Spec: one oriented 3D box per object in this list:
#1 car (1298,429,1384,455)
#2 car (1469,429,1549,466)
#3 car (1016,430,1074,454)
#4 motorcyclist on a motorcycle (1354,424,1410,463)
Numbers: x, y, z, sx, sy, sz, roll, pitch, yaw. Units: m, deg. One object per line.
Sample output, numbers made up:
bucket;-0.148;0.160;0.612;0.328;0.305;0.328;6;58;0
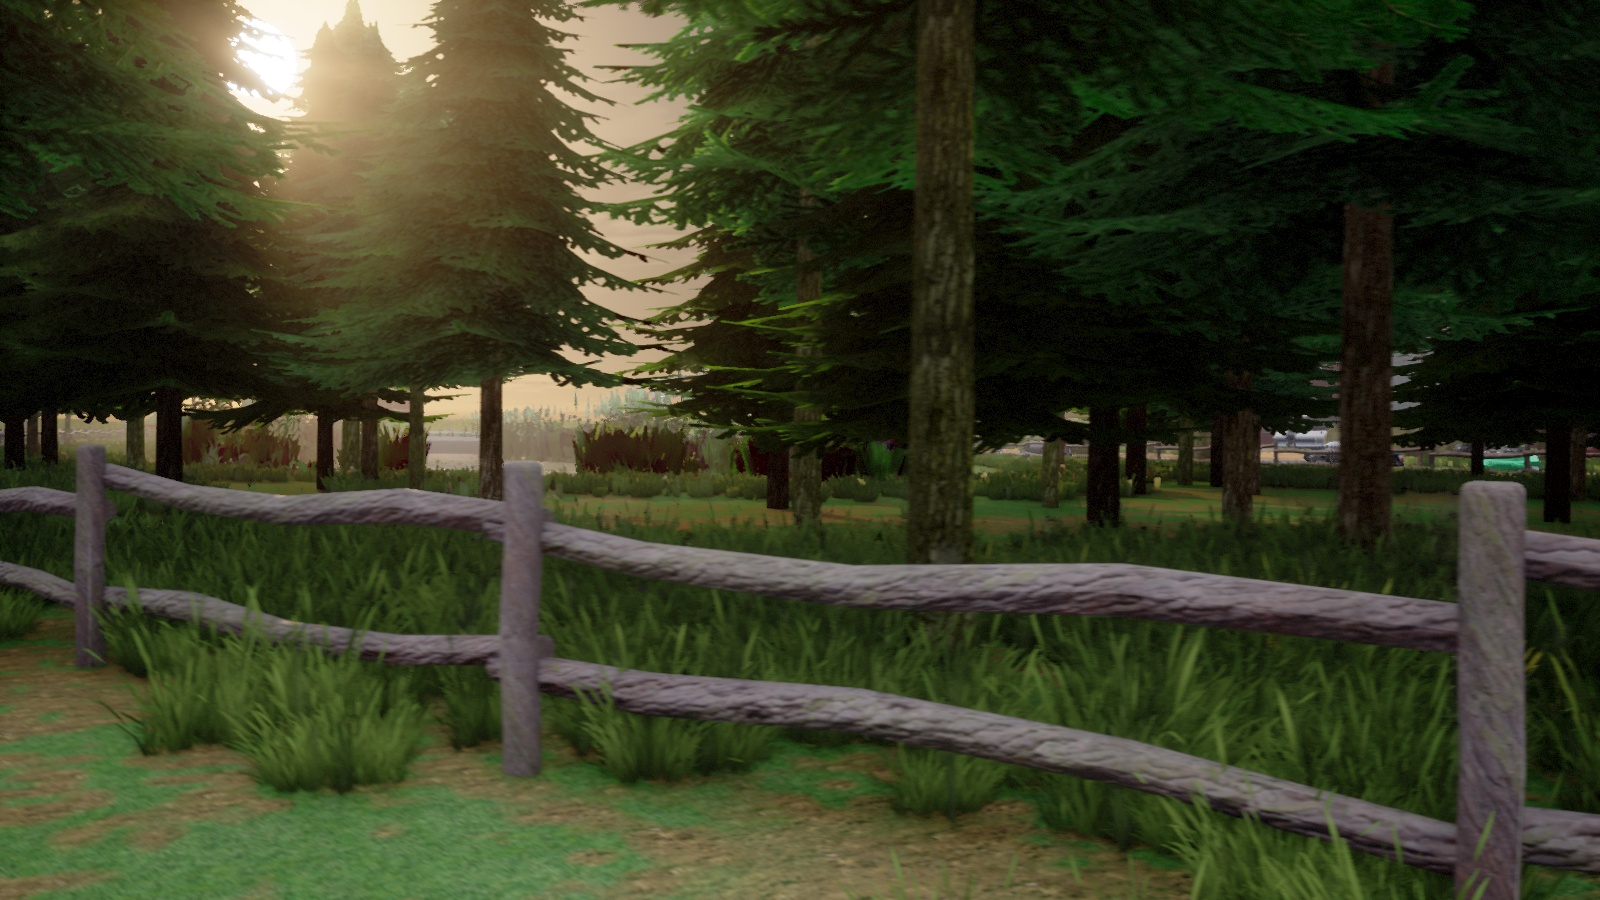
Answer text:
car;31.299;-0.471;72.642;4.674;1.442;1.812;-1;1;-22
car;27.000;-0.112;47.864;1.481;1.376;2.207;-1;1;-20
car;15.633;-0.531;80.329;1.970;1.475;3.806;-1;1;-19
motorcyclist on a motorcycle;24.909;-0.278;53.794;0.766;1.649;2.350;-1;1;-19
